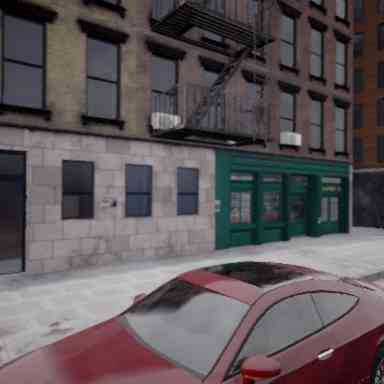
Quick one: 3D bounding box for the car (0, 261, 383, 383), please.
[{"bbox_3d":[0.398,1.535,3.339,4.674,1.442,1.812,-1,0,-36],"label":"car"}]
